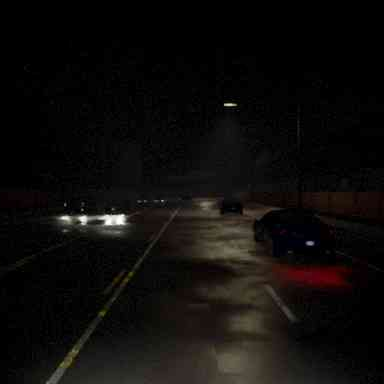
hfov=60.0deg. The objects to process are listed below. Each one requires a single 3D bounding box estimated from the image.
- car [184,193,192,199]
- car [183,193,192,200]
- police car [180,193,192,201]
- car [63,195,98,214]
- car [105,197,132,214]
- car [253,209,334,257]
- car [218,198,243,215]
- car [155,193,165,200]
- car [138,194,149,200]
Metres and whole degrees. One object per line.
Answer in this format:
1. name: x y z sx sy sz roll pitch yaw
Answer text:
1. car: -1.105 0.931 84.757 1.882 1.535 5.008 0 0 -2
2. car: -1.040 0.969 78.731 1.882 1.535 5.008 0 0 0
3. police car: -1.041 0.981 68.839 1.930 1.638 5.238 0 0 0
4. car: -10.588 1.146 31.721 2.097 1.767 4.553 0 0 0
5. car: -7.088 1.281 32.386 2.128 1.511 4.902 0 0 0
6. car: 3.600 1.396 12.608 1.882 1.535 5.008 0 0 0
7. car: 3.605 1.273 31.623 1.882 1.535 5.008 0 0 0
8. car: -6.990 1.025 73.447 1.837 1.490 4.892 0 0 0
9. car: -10.490 1.035 72.041 2.033 1.411 5.357 0 0 0
